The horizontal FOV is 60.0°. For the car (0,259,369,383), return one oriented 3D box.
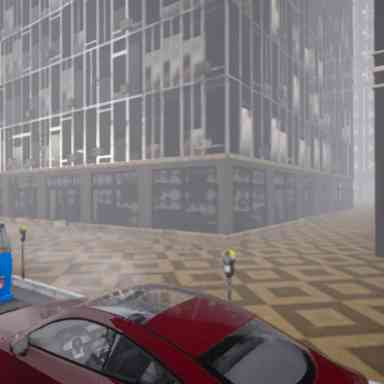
[{"bbox_3d":[-0.571,1.571,3.136,4.206,1.307,1.802,0,0,35],"label":"car"}]

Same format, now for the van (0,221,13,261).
[{"bbox_3d":[-5.075,1.303,6.348,3.998,1.788,1.690,0,0,35],"label":"van"}]
